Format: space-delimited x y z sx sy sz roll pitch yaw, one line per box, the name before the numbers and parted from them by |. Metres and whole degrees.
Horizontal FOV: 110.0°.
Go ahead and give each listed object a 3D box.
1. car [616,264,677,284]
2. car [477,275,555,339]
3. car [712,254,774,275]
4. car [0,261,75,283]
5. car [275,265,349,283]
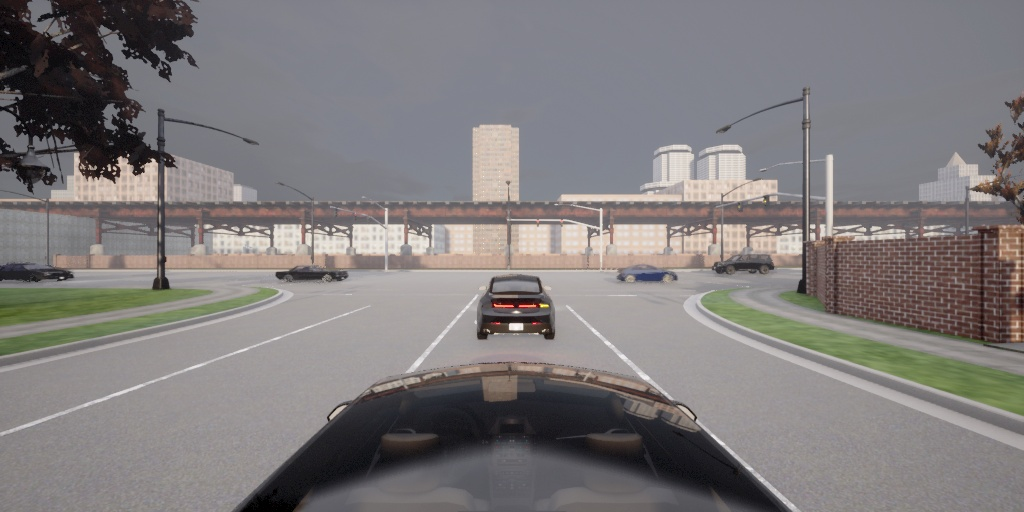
car | 9.813 1.279 26.311 4.181 1.385 1.994 0 0 2
car | 0.093 1.256 10.028 1.837 1.490 4.892 0 0 0
car | 23.556 0.835 36.631 5.566 2.045 2.150 -1 0 3
car | -37.250 1.297 27.646 5.357 1.411 2.033 0 0 2
car | -14.926 1.351 26.976 4.718 1.301 1.895 0 0 2
